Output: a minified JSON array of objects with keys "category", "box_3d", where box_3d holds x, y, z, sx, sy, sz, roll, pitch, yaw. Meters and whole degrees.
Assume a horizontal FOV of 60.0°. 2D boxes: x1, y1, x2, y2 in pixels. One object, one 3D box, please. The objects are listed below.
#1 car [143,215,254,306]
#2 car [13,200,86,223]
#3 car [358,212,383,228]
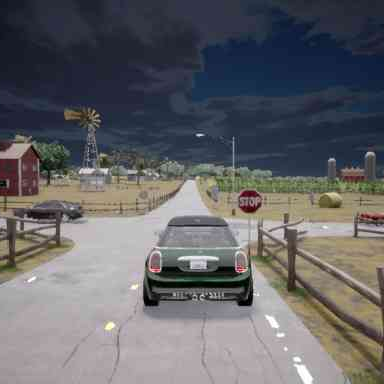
[{"category":"car","box_3d":[0.121,1.346,8.160,2.097,1.767,4.553,0,0,0]},{"category":"car","box_3d":[-10.086,1.338,23.603,4.892,1.490,1.837,2,2,0]},{"category":"car","box_3d":[14.387,1.798,23.464,4.718,1.301,1.895,1,2,0]}]
